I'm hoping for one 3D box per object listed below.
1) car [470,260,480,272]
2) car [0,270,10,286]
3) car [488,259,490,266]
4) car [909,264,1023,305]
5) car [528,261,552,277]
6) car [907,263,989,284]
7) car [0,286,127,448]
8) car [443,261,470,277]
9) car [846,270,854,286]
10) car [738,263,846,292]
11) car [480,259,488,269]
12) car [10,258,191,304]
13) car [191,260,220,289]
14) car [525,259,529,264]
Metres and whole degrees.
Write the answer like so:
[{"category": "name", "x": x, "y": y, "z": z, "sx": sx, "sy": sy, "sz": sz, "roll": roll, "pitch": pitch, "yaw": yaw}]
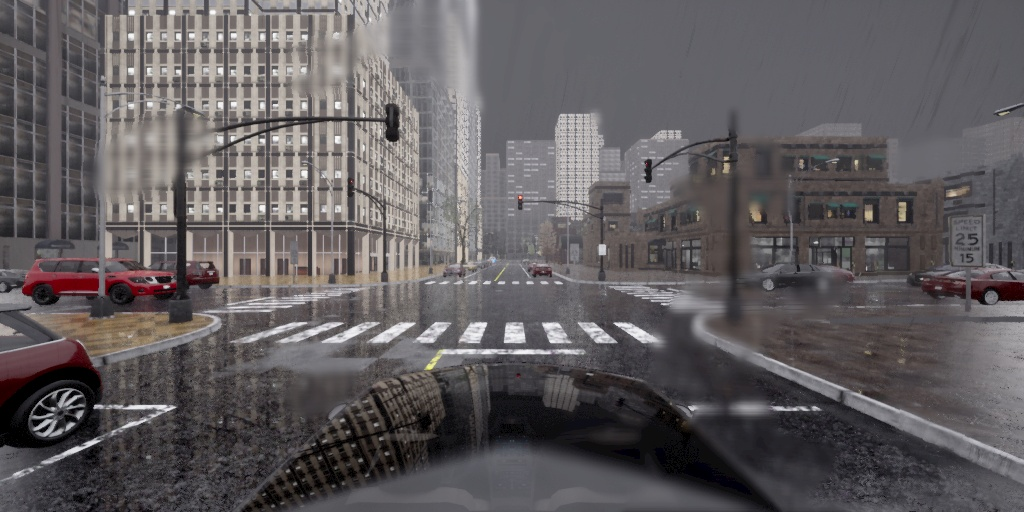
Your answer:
[{"category": "car", "x": -5.466, "y": 1.291, "z": 45.684, "sx": 1.751, "sy": 1.417, "sz": 4.829, "roll": 0, "pitch": 0, "yaw": 0}, {"category": "car", "x": -31.429, "y": 1.508, "z": 22.086, "sx": 4.403, "sy": 1.370, "sz": 2.007, "roll": 0, "pitch": 0, "yaw": -1}, {"category": "car", "x": -5.379, "y": 1.344, "z": 62.476, "sx": 1.948, "sy": 1.339, "sz": 4.313, "roll": 0, "pitch": 0, "yaw": 0}, {"category": "car", "x": 19.136, "y": 1.153, "z": 14.206, "sx": 4.507, "sy": 1.381, "sz": 1.888, "roll": 0, "pitch": 0, "yaw": -1}, {"category": "car", "x": 2.859, "y": 1.304, "z": 34.729, "sx": 1.888, "sy": 1.381, "sz": 4.507, "roll": 0, "pitch": 0, "yaw": 0}, {"category": "car", "x": 24.946, "y": 1.141, "z": 20.064, "sx": 4.181, "sy": 1.385, "sz": 1.994, "roll": 0, "pitch": 0, "yaw": -1}, {"category": "car", "x": -5.691, "y": 1.190, "z": 2.306, "sx": 1.967, "sy": 1.591, "sz": 4.097, "roll": 0, "pitch": 0, "yaw": 0}, {"category": "car", "x": -5.523, "y": 1.341, "z": 34.773, "sx": 1.802, "sy": 1.307, "sz": 4.207, "roll": 0, "pitch": 0, "yaw": 0}, {"category": "car", "x": 19.053, "y": 1.202, "z": 22.586, "sx": 4.207, "sy": 1.307, "sz": 1.802, "roll": 0, "pitch": 0, "yaw": -1}, {"category": "car", "x": 15.142, "y": 1.147, "z": 19.960, "sx": 4.892, "sy": 1.490, "sz": 1.837, "roll": 0, "pitch": 0, "yaw": -1}, {"category": "car", "x": -5.407, "y": 1.324, "z": 56.936, "sx": 2.007, "sy": 1.370, "sz": 4.403, "roll": 0, "pitch": 0, "yaw": 0}, {"category": "car", "x": -18.590, "y": 1.087, "z": 16.425, "sx": 5.566, "sy": 2.045, "sz": 2.150, "roll": 0, "pitch": 0, "yaw": -1}, {"category": "car", "x": -21.019, "y": 1.203, "z": 22.189, "sx": 5.009, "sy": 1.841, "sz": 2.192, "roll": 0, "pitch": 0, "yaw": -1}, {"category": "car", "x": 2.915, "y": 1.348, "z": 45.811, "sx": 1.802, "sy": 1.307, "sz": 4.207, "roll": 0, "pitch": 0, "yaw": 0}]
